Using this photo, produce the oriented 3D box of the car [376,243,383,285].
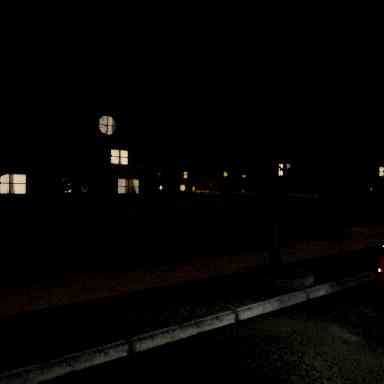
[{"bbox_3d":[6.569,1.226,7.754,5.566,2.045,2.150,0,0,-35],"label":"car"}]
